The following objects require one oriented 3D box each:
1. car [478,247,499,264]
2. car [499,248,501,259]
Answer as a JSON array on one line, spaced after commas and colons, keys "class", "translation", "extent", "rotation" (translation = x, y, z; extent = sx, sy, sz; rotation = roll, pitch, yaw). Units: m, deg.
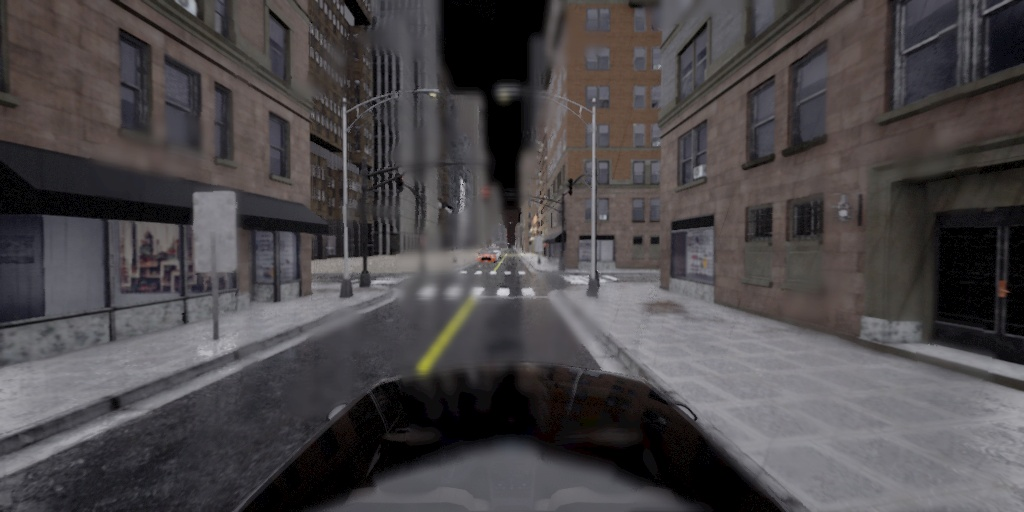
[{"class": "car", "translation": [-3.066, -0.002, 44.762], "extent": [2.097, 1.767, 4.553], "rotation": [0, 1, 0]}, {"class": "car", "translation": [-3.013, -0.559, 61.253], "extent": [2.150, 2.045, 5.566], "rotation": [0, 2, 1]}]
